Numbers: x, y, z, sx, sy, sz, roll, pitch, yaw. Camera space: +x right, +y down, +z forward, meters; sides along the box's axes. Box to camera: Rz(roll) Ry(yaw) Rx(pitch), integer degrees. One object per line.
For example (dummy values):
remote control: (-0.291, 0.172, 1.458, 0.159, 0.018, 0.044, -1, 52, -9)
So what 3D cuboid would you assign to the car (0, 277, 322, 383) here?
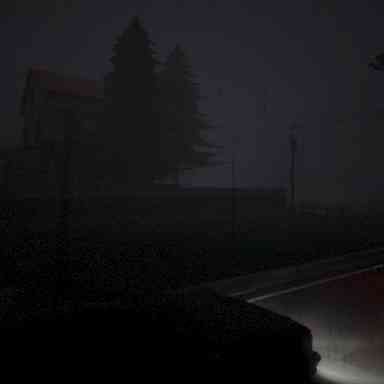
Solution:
car: (-1.175, 1.548, 2.888, 5.357, 1.411, 2.033, 0, 0, -35)
